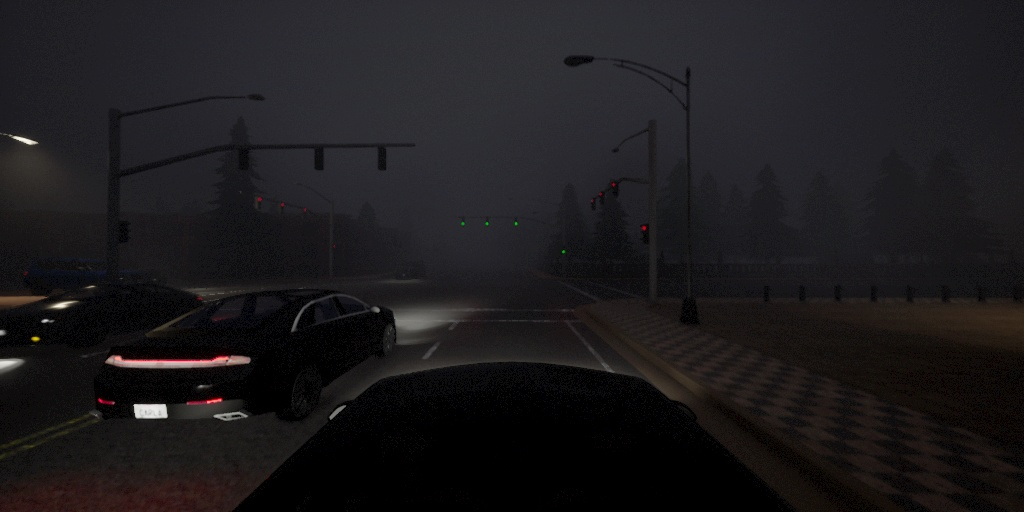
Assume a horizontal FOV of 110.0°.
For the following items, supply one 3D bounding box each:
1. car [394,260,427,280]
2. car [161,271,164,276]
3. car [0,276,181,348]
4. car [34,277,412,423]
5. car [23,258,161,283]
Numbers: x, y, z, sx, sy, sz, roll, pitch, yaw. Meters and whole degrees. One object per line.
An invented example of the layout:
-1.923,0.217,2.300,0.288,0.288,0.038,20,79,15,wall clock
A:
-10.491,1.462,37.493,2.150,2.045,5.566,0,1,0,car
-26.516,1.198,23.819,5.566,2.045,2.150,1,-1,-1,car
-10.498,1.404,9.340,1.994,1.385,4.181,0,-1,0,car
-3.422,1.285,5.835,2.128,1.511,4.902,0,-1,0,car
-23.948,1.159,20.359,5.566,2.045,2.150,1,-1,-1,car
